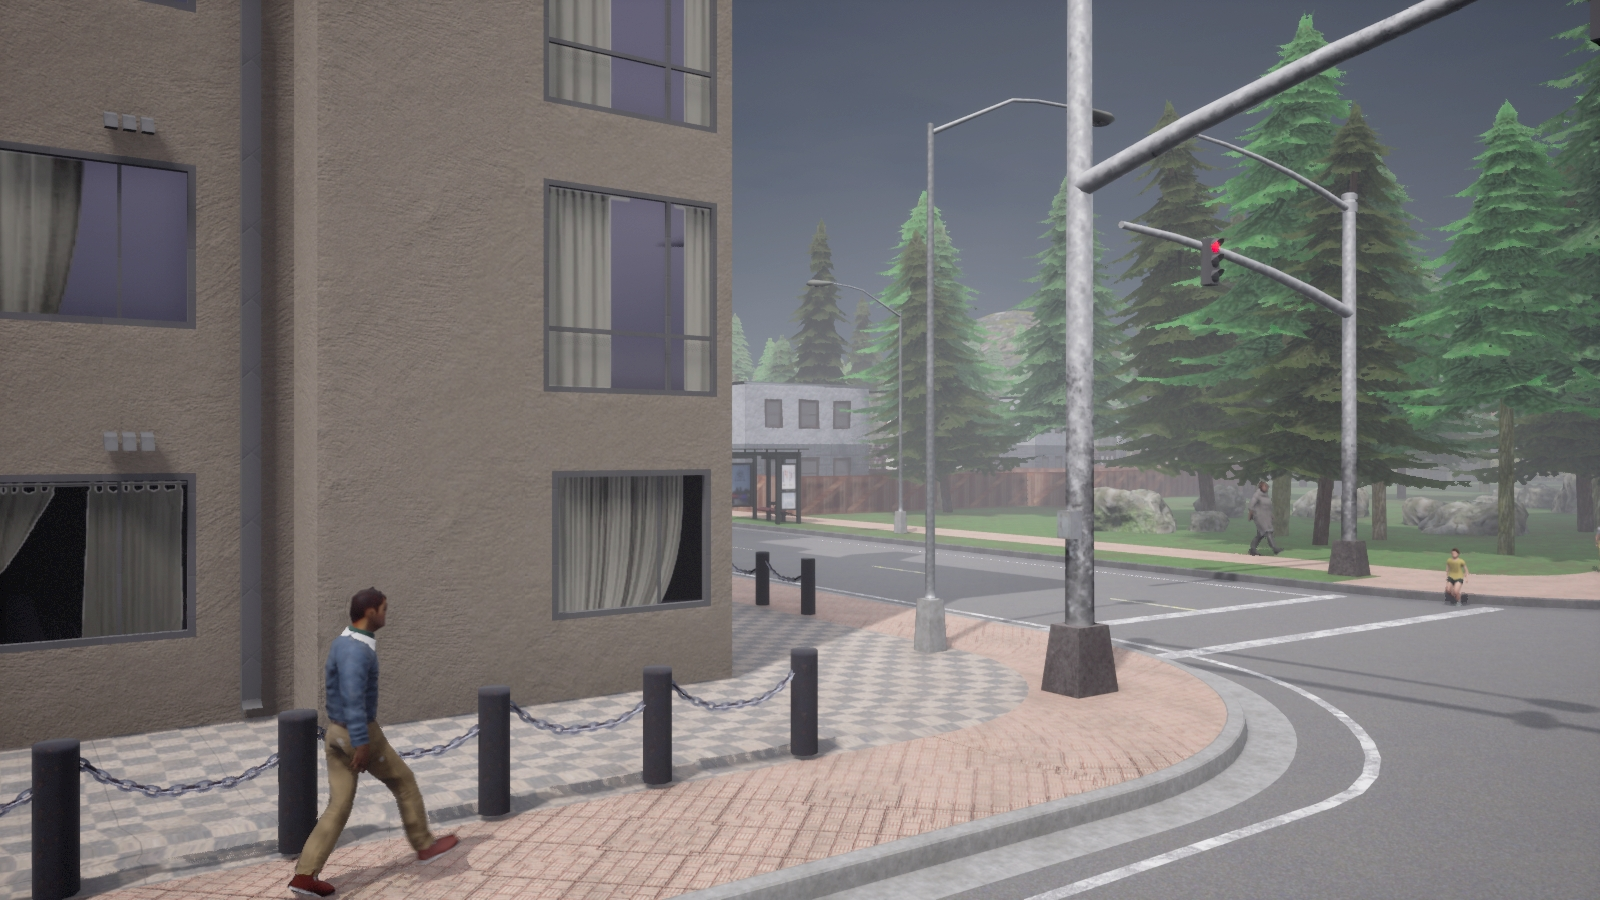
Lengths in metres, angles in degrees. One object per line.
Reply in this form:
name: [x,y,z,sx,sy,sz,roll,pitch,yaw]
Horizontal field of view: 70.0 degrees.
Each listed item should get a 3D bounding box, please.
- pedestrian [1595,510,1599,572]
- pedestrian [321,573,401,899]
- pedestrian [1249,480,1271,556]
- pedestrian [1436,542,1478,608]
pedestrian: [17.199,1.943,24.353,0.375,1.300,0.375,0,0,41]
pedestrian: [-2.628,1.694,6.834,0.375,1.860,0.375,0,0,-34]
pedestrian: [11.402,1.676,28.318,0.375,1.860,0.375,0,0,-34]
pedestrian: [11.680,2.209,20.313,0.500,1.100,0.500,0,0,-38]
